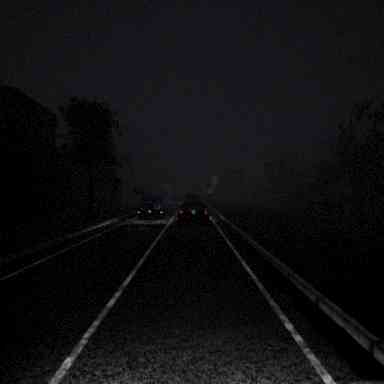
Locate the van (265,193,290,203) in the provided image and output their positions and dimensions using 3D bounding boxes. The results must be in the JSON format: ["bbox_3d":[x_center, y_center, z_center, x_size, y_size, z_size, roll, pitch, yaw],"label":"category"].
[{"bbox_3d":[18.409,1.266,70.412,4.442,1.987,1.878,0,-1,0],"label":"van"}]

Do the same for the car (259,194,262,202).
[{"bbox_3d":[18.666,1.580,75.865,5.366,1.575,1.946,0,-1,0],"label":"car"}]

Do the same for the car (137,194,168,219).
[{"bbox_3d":[-3.358,1.185,29.245,2.150,2.045,5.566,0,0,0],"label":"car"}]

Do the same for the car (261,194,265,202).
[{"bbox_3d":[18.688,1.532,73.204,5.366,1.575,1.946,0,-1,0],"label":"car"}]

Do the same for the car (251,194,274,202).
[{"bbox_3d":[18.334,1.607,87.045,5.566,2.045,2.435,0,-2,-1],"label":"car"}]

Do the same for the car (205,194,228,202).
[{"bbox_3d":[6.173,1.493,83.104,5.566,2.045,2.435,0,-1,-1],"label":"car"}]

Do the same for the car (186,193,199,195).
[{"bbox_3d":[0.077,1.167,41.089,2.150,2.045,5.566,0,0,0],"label":"car"}]

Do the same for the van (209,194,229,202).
[{"bbox_3d":[6.319,1.377,76.914,4.442,1.987,1.878,0,-1,0],"label":"van"}]

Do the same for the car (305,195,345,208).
[{"bbox_3d":[18.741,1.259,46.445,4.553,1.767,2.185,0,0,0],"label":"car"}]

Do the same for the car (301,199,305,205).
[{"bbox_3d":[18.669,1.421,49.616,4.674,1.452,2.002,0,0,0],"label":"car"}]

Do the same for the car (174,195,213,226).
[{"bbox_3d":[0.092,1.322,23.316,2.097,1.767,4.553,0,0,0],"label":"car"}]

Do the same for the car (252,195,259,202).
[{"bbox_3d":[18.404,1.456,81.585,5.566,2.045,2.435,0,-2,-1],"label":"car"}]

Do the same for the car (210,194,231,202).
[{"bbox_3d":[6.259,1.417,73.874,4.553,1.767,2.185,0,-1,0],"label":"car"}]

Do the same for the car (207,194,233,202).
[{"bbox_3d":[6.068,1.494,70.953,5.366,1.575,1.946,0,-1,0],"label":"car"}]

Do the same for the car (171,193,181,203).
[{"bbox_3d":[-3.305,1.228,70.932,2.150,2.045,5.566,0,-1,0],"label":"car"}]
